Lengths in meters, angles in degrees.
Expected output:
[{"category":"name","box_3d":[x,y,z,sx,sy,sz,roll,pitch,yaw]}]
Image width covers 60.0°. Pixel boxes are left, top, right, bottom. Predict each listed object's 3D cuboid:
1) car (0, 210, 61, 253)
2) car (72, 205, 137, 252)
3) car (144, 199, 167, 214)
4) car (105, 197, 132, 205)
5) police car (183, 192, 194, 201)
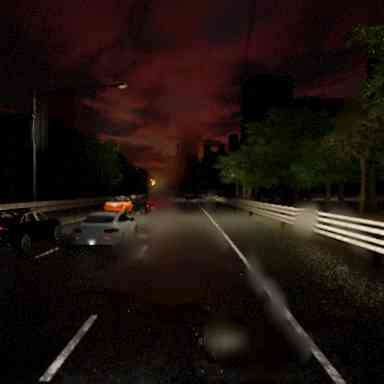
[{"category":"car","box_3d":[-6.951,1.462,13.493,2.128,1.511,4.902,0,0,0]},{"category":"car","box_3d":[-3.452,1.495,13.716,1.812,1.442,4.674,0,0,0]},{"category":"car","box_3d":[-3.692,1.454,34.062,1.812,1.442,4.674,0,0,-1]},{"category":"car","box_3d":[-7.159,1.284,32.690,2.097,1.767,4.553,0,0,-1]},{"category":"police car","box_3d":[-0.501,1.264,82.211,1.930,1.638,5.238,0,0,-2]}]
